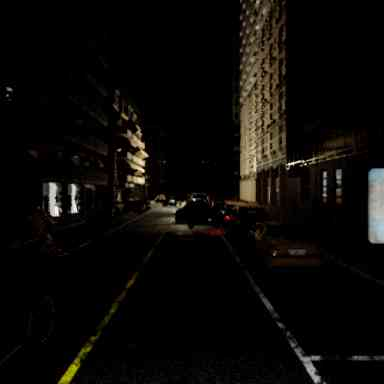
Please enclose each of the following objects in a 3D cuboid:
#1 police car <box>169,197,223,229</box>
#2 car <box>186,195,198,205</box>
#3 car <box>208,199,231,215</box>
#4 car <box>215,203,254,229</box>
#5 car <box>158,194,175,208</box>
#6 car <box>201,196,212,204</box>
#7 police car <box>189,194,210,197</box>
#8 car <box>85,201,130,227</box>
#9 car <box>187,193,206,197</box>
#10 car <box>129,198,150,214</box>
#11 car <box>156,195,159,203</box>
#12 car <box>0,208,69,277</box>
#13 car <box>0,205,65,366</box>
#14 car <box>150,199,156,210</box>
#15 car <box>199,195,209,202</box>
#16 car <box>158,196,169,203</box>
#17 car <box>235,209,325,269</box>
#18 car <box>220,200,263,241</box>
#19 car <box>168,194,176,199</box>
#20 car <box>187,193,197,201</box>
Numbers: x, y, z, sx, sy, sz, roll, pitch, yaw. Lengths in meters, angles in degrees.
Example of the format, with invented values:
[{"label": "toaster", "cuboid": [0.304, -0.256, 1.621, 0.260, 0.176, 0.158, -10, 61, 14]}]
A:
[{"label": "police car", "cuboid": [0.246, 1.358, 21.427, 1.930, 1.638, 5.238, 0, 0, -18]}, {"label": "car", "cuboid": [-0.003, 1.344, 56.160, 1.837, 1.490, 4.892, 0, 0, 0]}, {"label": "car", "cuboid": [2.688, 1.464, 33.227, 1.947, 1.339, 4.313, 0, 0, 0]}, {"label": "car", "cuboid": [2.688, 1.482, 21.930, 2.008, 1.369, 4.403, 0, 0, 0]}, {"label": "car", "cuboid": [-3.087, 1.411, 46.508, 2.033, 1.411, 5.357, 0, 0, 0]}, {"label": "car", "cuboid": [2.686, 1.371, 61.469, 1.887, 1.381, 4.507, 0, 0, 0]}, {"label": "police car", "cuboid": [0.898, 1.329, 31.550, 1.930, 1.638, 5.238, 0, 0, 0]}, {"label": "car", "cuboid": [-5.693, 1.482, 21.929, 2.008, 1.369, 4.403, 0, 0, 0]}, {"label": "car", "cuboid": [0.669, 1.110, 37.465, 2.150, 2.045, 5.566, 0, 0, -4]}, {"label": "car", "cuboid": [-5.694, 1.464, 33.226, 1.947, 1.339, 4.313, 0, 0, 0]}, {"label": "car", "cuboid": [-5.695, 1.266, 61.468, 1.967, 1.590, 4.097, 0, 0, 0]}, {"label": "car", "cuboid": [-5.692, 1.406, 10.632, 1.967, 1.590, 4.097, 0, 0, 0]}, {"label": "car", "cuboid": [-3.099, 1.211, 3.125, 2.150, 2.045, 5.566, 0, 0, 0]}, {"label": "car", "cuboid": [-5.694, 1.409, 38.705, 1.752, 1.417, 4.829, 0, 0, 0]}, {"label": "car", "cuboid": [2.685, 1.350, 72.767, 2.008, 1.369, 4.403, 0, 0, 0]}, {"label": "car", "cuboid": [-5.695, 1.394, 67.117, 1.802, 1.307, 4.206, 0, 0, 0]}, {"label": "car", "cuboid": [2.689, 1.491, 10.803, 1.752, 1.417, 4.829, 0, 0, 0]}, {"label": "car", "cuboid": [2.689, 1.388, 16.280, 1.967, 1.590, 4.097, 0, 0, 0]}, {"label": "car", "cuboid": [-5.697, 1.303, 95.361, 2.008, 1.369, 4.403, 0, 0, 0]}, {"label": "car", "cuboid": [-0.005, 1.029, 73.171, 2.097, 1.767, 4.553, 0, 0, 0]}]
